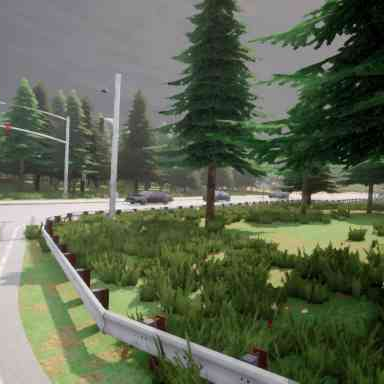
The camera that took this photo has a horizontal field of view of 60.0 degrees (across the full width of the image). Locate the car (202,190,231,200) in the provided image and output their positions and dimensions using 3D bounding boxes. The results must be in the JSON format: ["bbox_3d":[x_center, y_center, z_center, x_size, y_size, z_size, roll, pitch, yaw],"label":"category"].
[{"bbox_3d":[3.205,0.518,42.196,1.812,1.442,4.674,5,3,38],"label":"car"}]

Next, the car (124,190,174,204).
[{"bbox_3d":[-4.106,0.541,33.143,2.033,1.411,5.357,5,3,39],"label":"car"}]

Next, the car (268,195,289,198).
[{"bbox_3d":[15.058,0.511,57.462,2.033,1.411,5.357,5,3,37],"label":"car"}]
